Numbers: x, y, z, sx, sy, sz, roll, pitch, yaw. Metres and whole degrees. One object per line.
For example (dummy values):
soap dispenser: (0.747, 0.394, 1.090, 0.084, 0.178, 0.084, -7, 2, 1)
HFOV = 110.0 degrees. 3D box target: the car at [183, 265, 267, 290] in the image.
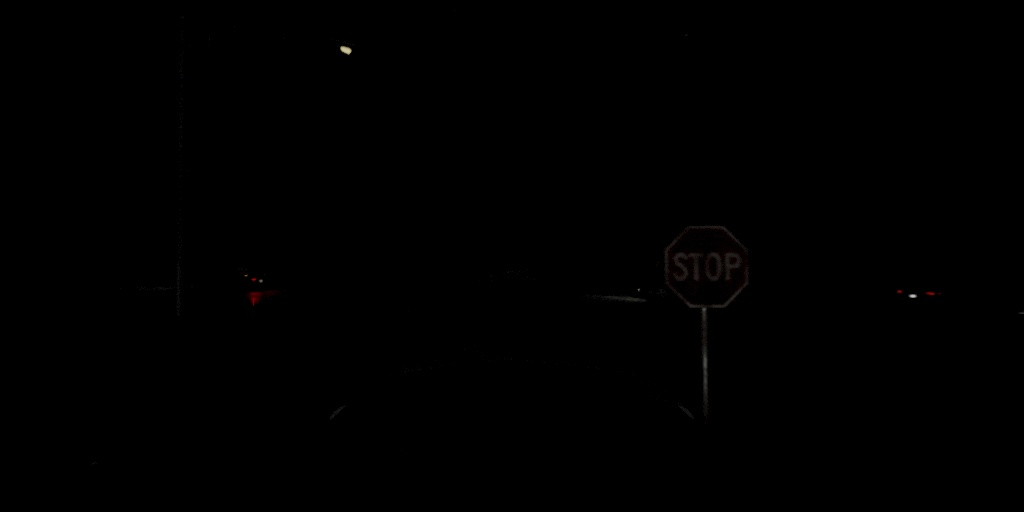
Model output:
car: (-17.070, 1.232, 21.178, 4.674, 1.442, 1.812, 1, -2, 1)

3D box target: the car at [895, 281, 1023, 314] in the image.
car: (20.420, 1.846, 16.446, 4.181, 1.385, 1.994, 1, -2, 1)

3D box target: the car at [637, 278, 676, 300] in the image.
car: (9.686, 1.720, 20.473, 4.892, 1.490, 1.837, 1, -2, 2)
